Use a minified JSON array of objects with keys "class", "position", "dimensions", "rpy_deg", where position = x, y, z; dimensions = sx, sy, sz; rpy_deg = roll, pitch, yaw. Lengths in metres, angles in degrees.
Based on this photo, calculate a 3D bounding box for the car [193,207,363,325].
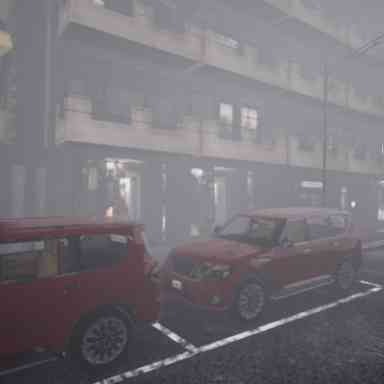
[{"class":"car","position":[1.788,1.313,7.345],"dimensions":[5.009,1.841,2.192],"rpy_deg":[0,1,-35]}]

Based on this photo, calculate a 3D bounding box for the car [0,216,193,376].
[{"class":"car","position":[-2.714,1.315,4.134],"dimensions":[5.009,1.841,2.192],"rpy_deg":[0,1,-35]}]
